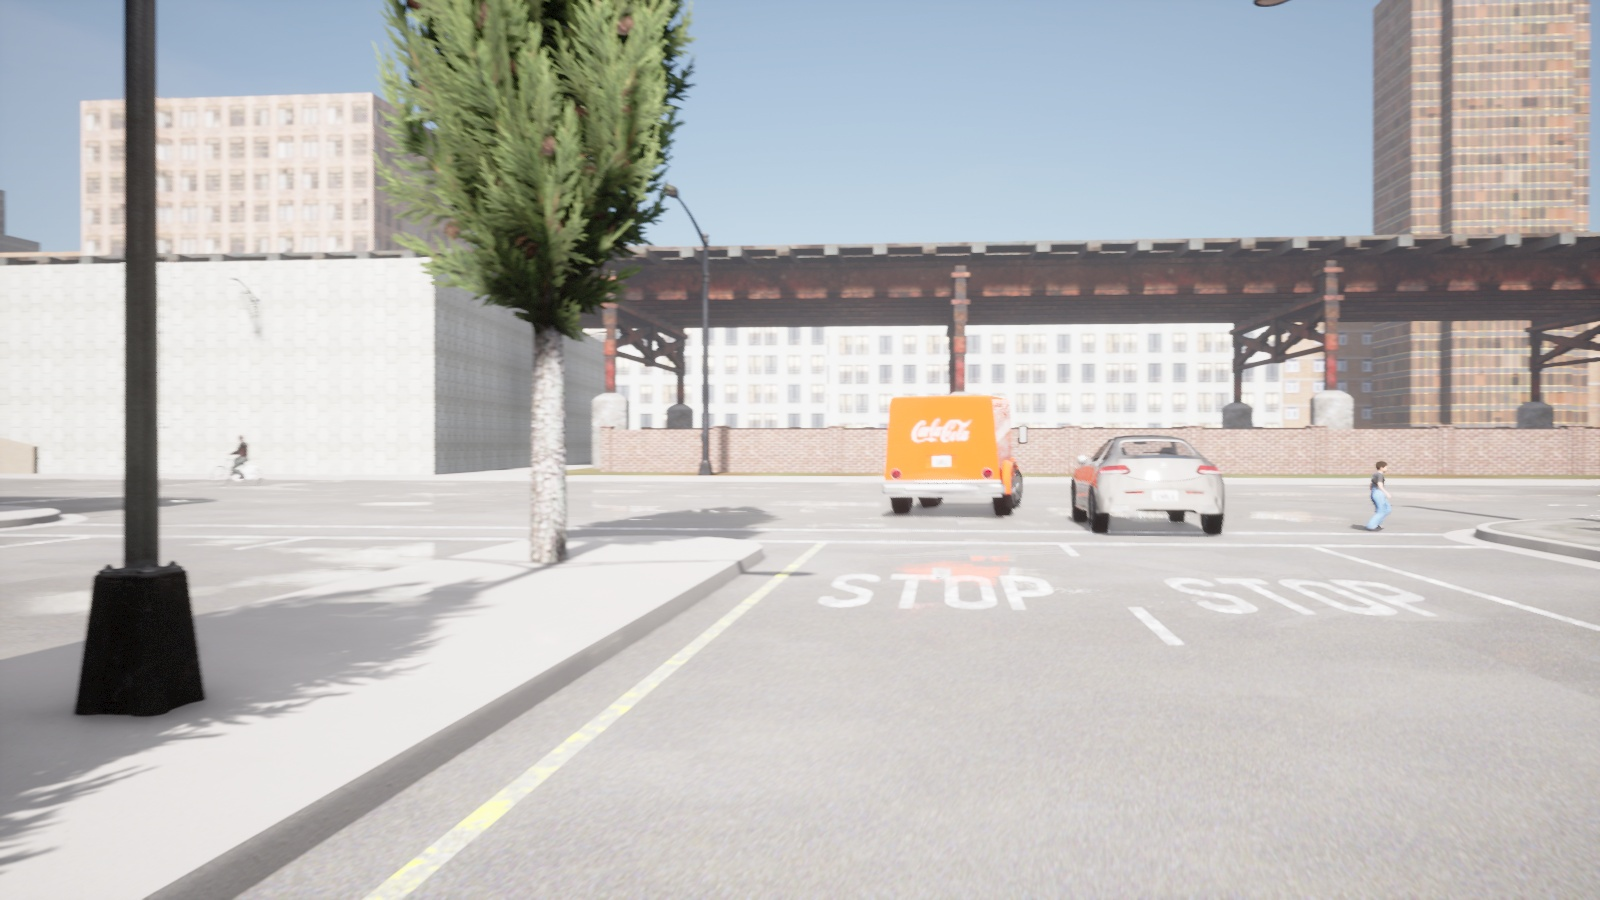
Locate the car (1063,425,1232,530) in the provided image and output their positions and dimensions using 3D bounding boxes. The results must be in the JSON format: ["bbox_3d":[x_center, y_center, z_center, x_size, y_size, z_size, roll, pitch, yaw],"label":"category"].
[{"bbox_3d":[6.000,0.410,22.320,2.152,1.651,5.027,0,0,7],"label":"car"}]

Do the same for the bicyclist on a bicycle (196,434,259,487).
[{"bbox_3d":[-19.238,0.341,42.181,1.843,1.776,0.659,0,0,7],"label":"bicyclist on a bicycle"}]

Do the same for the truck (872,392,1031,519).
[{"bbox_3d":[3.442,0.111,27.338,2.627,2.467,5.204,-1,0,16],"label":"truck"}]

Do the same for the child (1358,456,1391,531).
[{"bbox_3d":[9.664,0.727,21.131,0.437,1.263,0.270,0,0,11],"label":"child"}]
